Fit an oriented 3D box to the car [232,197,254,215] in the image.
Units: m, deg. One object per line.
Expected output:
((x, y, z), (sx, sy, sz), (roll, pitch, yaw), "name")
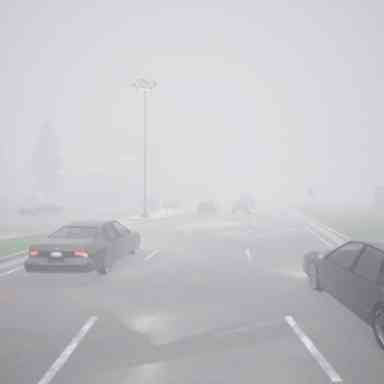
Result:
((5.353, 1.628, 35.874), (1.837, 1.490, 4.892), (0, 0, 13), "car")

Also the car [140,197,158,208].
((-6.545, 1.519, 51.913), (2.128, 1.511, 4.902), (0, 0, 13), "car")

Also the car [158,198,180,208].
((-3.129, 1.698, 51.149), (2.128, 1.511, 4.902), (0, 0, 13), "car")

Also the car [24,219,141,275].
((-3.103, 1.588, 10.666), (2.033, 1.411, 5.357), (0, 0, 5), "car")

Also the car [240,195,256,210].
((7.627, 1.380, 46.090), (2.150, 2.045, 5.566), (0, 0, 13), "car")

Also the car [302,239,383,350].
((3.634, 1.566, 5.990), (2.033, 1.411, 5.357), (0, 0, 2), "car")

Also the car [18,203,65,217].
((-14.588, 1.725, 32.415), (1.895, 1.301, 4.718), (0, 0, 13), "car")

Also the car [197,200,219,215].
((1.812, 1.618, 36.081), (2.128, 1.511, 4.902), (0, 0, 12), "car")
